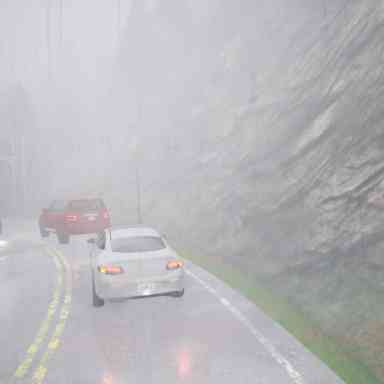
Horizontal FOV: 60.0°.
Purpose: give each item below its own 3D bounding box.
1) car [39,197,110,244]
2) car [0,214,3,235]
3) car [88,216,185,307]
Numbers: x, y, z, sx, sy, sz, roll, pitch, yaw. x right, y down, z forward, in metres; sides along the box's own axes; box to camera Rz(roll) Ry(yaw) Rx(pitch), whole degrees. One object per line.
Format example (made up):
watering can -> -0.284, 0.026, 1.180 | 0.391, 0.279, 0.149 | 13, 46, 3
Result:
car -> -6.014, 1.295, 16.709 | 2.150, 2.045, 5.566 | -3, 1, -37
car -> -12.905, 1.818, 20.278 | 1.882, 1.535, 5.008 | -3, 1, -38
car -> -1.498, 1.530, 8.079 | 1.812, 1.442, 4.674 | -1, 0, -17
